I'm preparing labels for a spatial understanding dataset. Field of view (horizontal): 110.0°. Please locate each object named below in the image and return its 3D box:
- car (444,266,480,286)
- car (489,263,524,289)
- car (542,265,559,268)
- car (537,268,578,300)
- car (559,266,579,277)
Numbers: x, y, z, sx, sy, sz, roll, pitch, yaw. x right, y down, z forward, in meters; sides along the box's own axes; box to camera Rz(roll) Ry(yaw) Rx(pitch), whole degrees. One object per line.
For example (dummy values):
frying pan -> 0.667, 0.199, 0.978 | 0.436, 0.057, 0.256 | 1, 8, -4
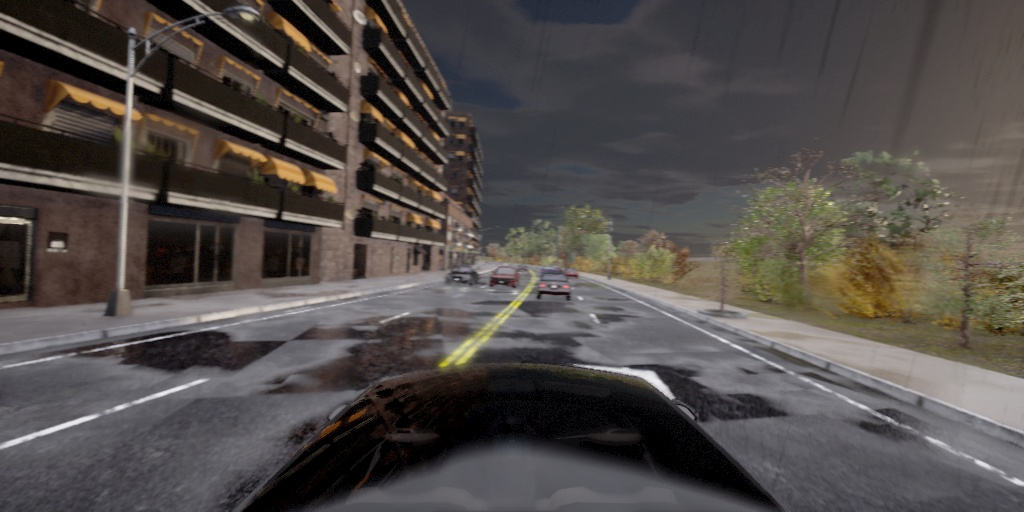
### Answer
car -> -3.678, 1.496, 27.213 | 1.994, 1.385, 4.181 | 2, -1, 6
car -> -0.456, 1.537, 26.725 | 1.882, 1.535, 5.008 | 2, -1, 6
car -> 4.457, 1.972, 44.625 | 1.882, 1.535, 5.008 | 2, -1, 4
car -> 2.391, 1.647, 20.666 | 2.033, 1.411, 5.357 | 2, -1, 6
car -> 7.976, 2.263, 49.279 | 1.994, 1.385, 4.181 | 2, -1, 3
